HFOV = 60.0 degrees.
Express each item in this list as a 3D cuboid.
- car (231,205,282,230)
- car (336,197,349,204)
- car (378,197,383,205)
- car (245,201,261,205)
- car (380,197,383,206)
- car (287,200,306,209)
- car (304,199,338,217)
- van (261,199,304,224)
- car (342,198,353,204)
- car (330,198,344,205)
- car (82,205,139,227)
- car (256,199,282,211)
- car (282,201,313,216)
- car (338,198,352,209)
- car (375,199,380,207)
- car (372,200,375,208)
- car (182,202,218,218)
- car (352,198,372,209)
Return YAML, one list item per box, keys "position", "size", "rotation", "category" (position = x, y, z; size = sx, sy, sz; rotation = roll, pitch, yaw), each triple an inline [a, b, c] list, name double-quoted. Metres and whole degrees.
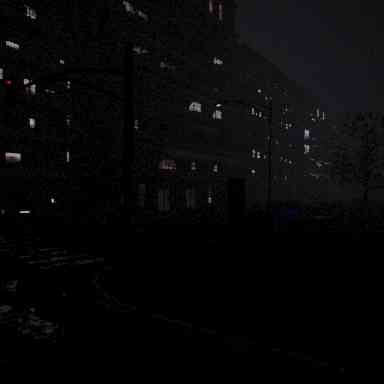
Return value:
- position: [4.327, 1.827, 23.183]
  size: [1.947, 1.339, 4.313]
  rotation: [1, 0, 36]
  category: "car"
- position: [36.997, 2.094, 81.604]
  size: [1.967, 1.590, 4.097]
  rotation: [1, 0, 36]
  category: "car"
- position: [47.022, 2.151, 81.078]
  size: [2.192, 1.841, 5.009]
  rotation: [1, 0, 36]
  category: "car"
- position: [7.439, 1.840, 41.523]
  size: [1.802, 1.307, 4.206]
  rotation: [1, 0, 36]
  category: "car"
- position: [37.166, 2.252, 67.717]
  size: [1.887, 1.381, 4.507]
  rotation: [1, 0, 36]
  category: "car"
- position: [17.291, 1.974, 54.884]
  size: [1.802, 1.307, 4.206]
  rotation: [1, 0, 36]
  category: "car"
- position: [14.180, 1.837, 36.544]
  size: [1.967, 1.590, 4.097]
  rotation: [1, 0, 36]
  category: "car"
- position: [7.613, 1.647, 27.637]
  size: [1.690, 1.788, 3.998]
  rotation: [1, 0, 36]
  category: "van"
- position: [40.179, 2.220, 85.920]
  size: [1.752, 1.417, 4.829]
  rotation: [1, 0, 36]
  category: "car"
- position: [33.711, 2.177, 77.151]
  size: [1.947, 1.339, 4.313]
  rotation: [1, 0, 36]
  category: "car"
- position: [-5.697, 1.626, 23.710]
  size: [2.008, 1.369, 4.403]
  rotation: [1, 0, 36]
  category: "car"
- position: [10.724, 1.743, 45.977]
  size: [1.967, 1.590, 4.097]
  rotation: [1, 0, 36]
  category: "car"
- position: [12.176, 1.833, 38.185]
  size: [1.882, 1.535, 5.008]
  rotation: [1, 0, 36]
  category: "car"
- position: [24.020, 2.064, 54.264]
  size: [2.033, 1.411, 5.357]
  rotation: [1, 0, 37]
  category: "car"
- position: [33.883, 2.104, 63.264]
  size: [1.967, 1.590, 4.097]
  rotation: [1, 0, 36]
  category: "car"
- position: [30.598, 2.202, 58.810]
  size: [1.802, 1.307, 4.206]
  rotation: [1, 0, 36]
  category: "car"
- position: [0.872, 1.712, 32.616]
  size: [1.887, 1.381, 4.507]
  rotation: [1, 0, 36]
  category: "car"
- position: [27.317, 1.891, 54.358]
  size: [2.192, 1.841, 5.009]
  rotation: [1, 0, 36]
  category: "car"
